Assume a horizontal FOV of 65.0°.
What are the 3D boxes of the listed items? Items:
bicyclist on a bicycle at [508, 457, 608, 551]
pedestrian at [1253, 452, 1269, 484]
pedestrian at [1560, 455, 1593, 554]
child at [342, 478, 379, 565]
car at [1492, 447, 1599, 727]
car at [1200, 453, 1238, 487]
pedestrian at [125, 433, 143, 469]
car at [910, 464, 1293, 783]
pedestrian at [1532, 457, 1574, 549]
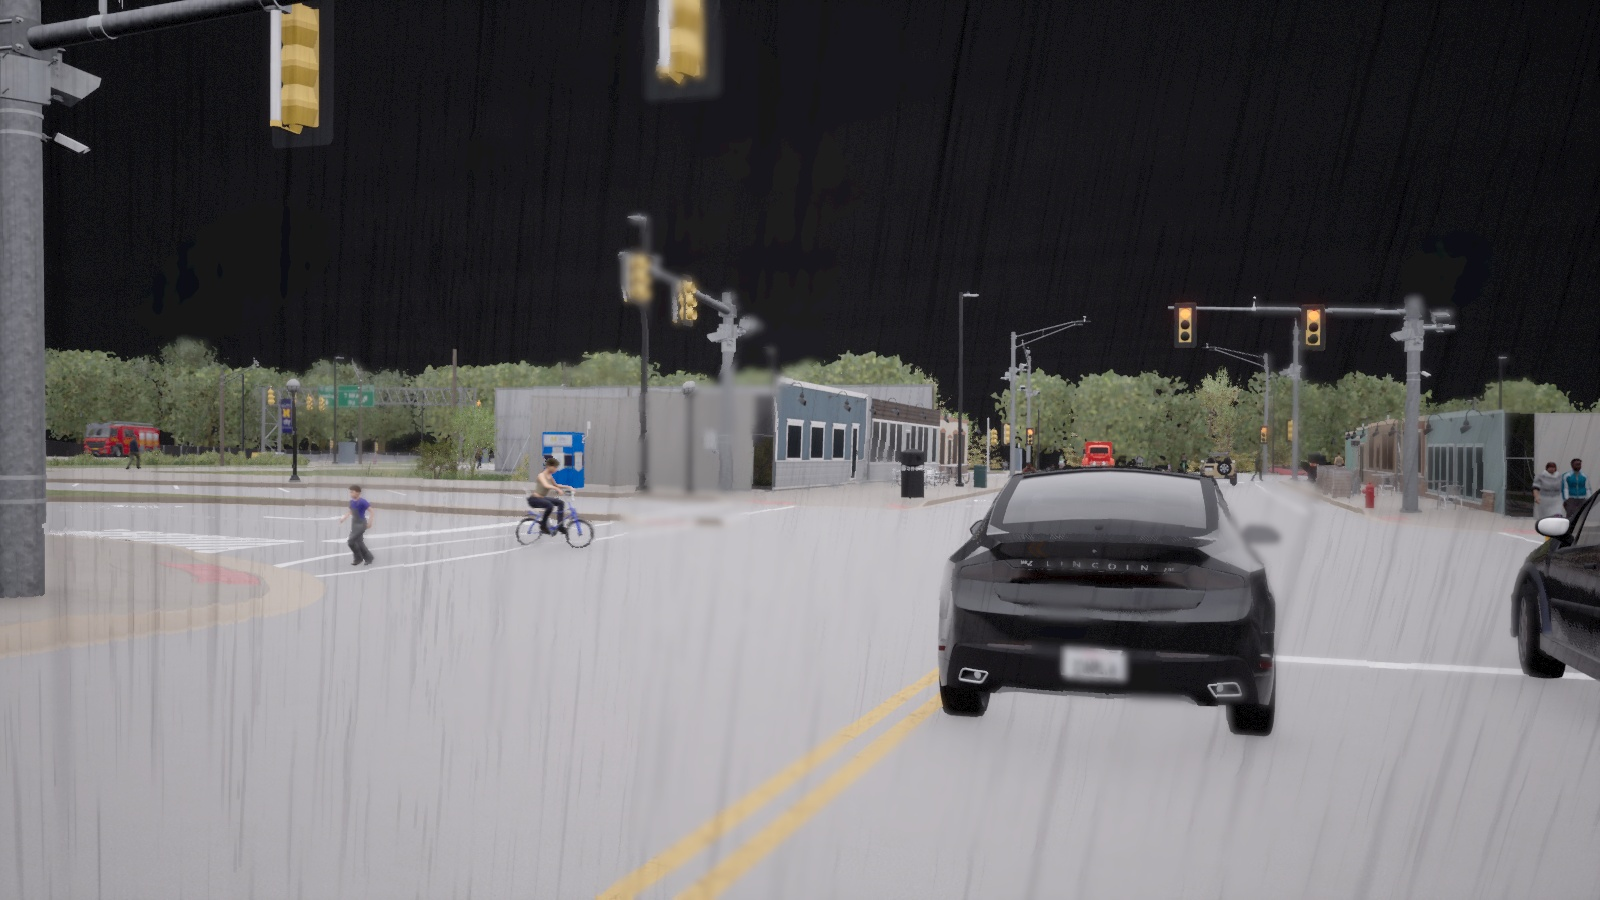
[{"bbox_3d":[-4.333,0.948,22.526,1.509,1.612,0.866,1,0,12],"label":"bicyclist on a bicycle"},{"bbox_3d":[27.785,1.085,75.726,0.423,1.949,0.788,0,1,-43],"label":"pedestrian"},{"bbox_3d":[15.459,1.078,25.010,0.396,1.930,0.692,1,1,19],"label":"pedestrian"},{"bbox_3d":[-6.554,1.057,18.732,0.270,1.263,0.437,1,1,38],"label":"child"},{"bbox_3d":[5.806,0.822,7.885,1.851,1.617,3.988,1,-1,18],"label":"car"},{"bbox_3d":[23.680,1.097,71.104,1.932,1.855,4.605,1,0,17],"label":"car"},{"bbox_3d":[-34.191,0.028,64.511,0.402,1.842,0.726,1,1,20],"label":"pedestrian"},{"bbox_3d":[2.155,0.886,8.577,1.837,1.490,4.892,1,-1,17],"label":"car"},{"bbox_3d":[16.343,1.127,27.272,0.659,1.952,0.873,1,1,24],"label":"pedestrian"}]
